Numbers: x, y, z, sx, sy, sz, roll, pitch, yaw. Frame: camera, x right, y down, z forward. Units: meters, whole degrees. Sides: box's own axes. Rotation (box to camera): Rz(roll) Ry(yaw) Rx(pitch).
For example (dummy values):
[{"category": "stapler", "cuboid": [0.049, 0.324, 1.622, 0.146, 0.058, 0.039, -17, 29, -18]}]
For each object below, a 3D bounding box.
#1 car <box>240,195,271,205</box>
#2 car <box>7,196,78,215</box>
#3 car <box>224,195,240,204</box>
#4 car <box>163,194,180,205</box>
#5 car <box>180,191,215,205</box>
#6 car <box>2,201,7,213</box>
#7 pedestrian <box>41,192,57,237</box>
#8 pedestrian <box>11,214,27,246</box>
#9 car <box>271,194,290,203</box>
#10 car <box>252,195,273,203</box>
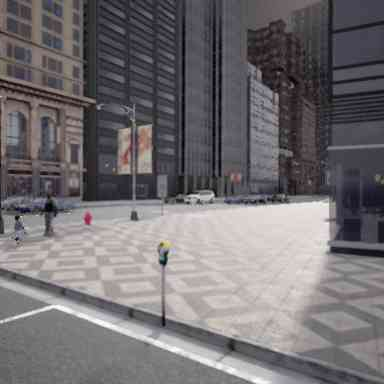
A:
[{"category": "car", "cuboid": [9.273, 1.200, 48.299, 1.895, 1.301, 4.718, 0, 0, 36]}, {"category": "car", "cuboid": [-12.701, 1.180, 29.017, 2.033, 1.411, 5.357, 0, 0, 36]}, {"category": "car", "cuboid": [6.872, 1.130, 50.525, 2.033, 1.411, 5.357, 0, 0, 36]}, {"category": "car", "cuboid": [-2.241, 1.069, 49.190, 1.837, 1.490, 4.892, 0, 0, 36]}, {"category": "car", "cuboid": [1.183, 0.798, 48.382, 2.150, 2.045, 5.566, 0, 0, 36]}, {"category": "car", "cuboid": [-15.443, 1.109, 30.767, 2.128, 1.511, 4.902, 0, 0, 36]}, {"category": "pedestrian", "cuboid": [-5.801, 0.917, 13.631, 0.375, 1.860, 0.375, 0, 0, 36]}, {"category": "pedestrian", "cuboid": [-6.255, 0.999, 11.969, 0.375, 1.860, 0.375, 0, 0, 36]}, {"category": "car", "cuboid": [15.048, 1.090, 56.466, 1.837, 1.490, 4.892, 0, 0, 36]}, {"category": "car", "cuboid": [12.421, 1.171, 58.382, 1.895, 1.301, 4.718, 0, 0, 36]}]
